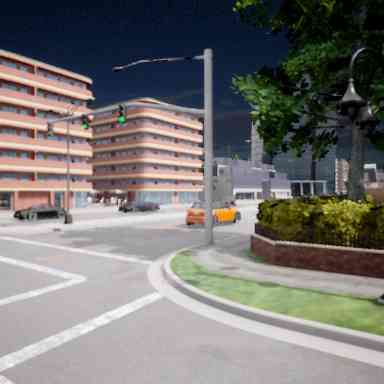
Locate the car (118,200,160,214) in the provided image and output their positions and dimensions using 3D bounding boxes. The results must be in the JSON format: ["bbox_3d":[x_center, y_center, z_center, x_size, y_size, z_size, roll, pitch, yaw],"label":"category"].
[{"bbox_3d":[-6.036,1.686,38.473,2.033,1.411,5.357,0,0,36],"label":"car"}]

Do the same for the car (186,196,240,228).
[{"bbox_3d":[1.563,1.413,23.229,2.097,1.767,4.553,0,0,36],"label":"car"}]

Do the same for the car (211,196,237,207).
[{"bbox_3d":[5.267,1.488,53.981,2.097,1.767,4.553,0,0,36],"label":"car"}]

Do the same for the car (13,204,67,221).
[{"bbox_3d":[-13.062,1.702,28.785,1.994,1.385,4.181,0,0,36],"label":"car"}]
